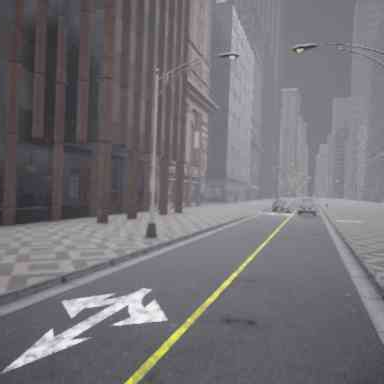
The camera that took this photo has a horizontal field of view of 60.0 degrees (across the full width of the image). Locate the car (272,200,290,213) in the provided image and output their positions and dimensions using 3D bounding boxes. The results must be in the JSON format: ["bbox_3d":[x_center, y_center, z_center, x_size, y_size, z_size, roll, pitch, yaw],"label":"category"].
[{"bbox_3d":[11.079,1.727,41.183,1.837,1.490,4.892,2,0,20],"label":"car"}]

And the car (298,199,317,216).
[{"bbox_3d":[12.723,1.848,36.707,2.033,1.411,5.357,2,0,20],"label":"car"}]

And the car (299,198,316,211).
[{"bbox_3d":[16.672,1.742,47.838,2.097,1.767,4.553,2,0,20],"label":"car"}]
